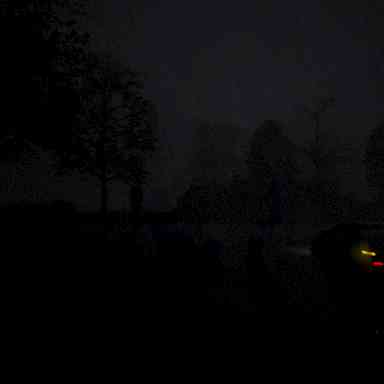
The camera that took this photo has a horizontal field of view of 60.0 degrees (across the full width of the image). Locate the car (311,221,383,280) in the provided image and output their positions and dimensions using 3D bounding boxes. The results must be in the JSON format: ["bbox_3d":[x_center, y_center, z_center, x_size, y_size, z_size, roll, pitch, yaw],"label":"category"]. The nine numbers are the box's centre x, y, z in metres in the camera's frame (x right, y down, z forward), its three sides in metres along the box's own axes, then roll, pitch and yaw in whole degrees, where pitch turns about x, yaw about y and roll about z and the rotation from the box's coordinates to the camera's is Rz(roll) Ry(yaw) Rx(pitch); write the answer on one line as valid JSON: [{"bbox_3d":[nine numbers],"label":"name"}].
[{"bbox_3d":[5.106,1.614,10.045,1.812,1.442,4.674,0,0,5],"label":"car"}]
